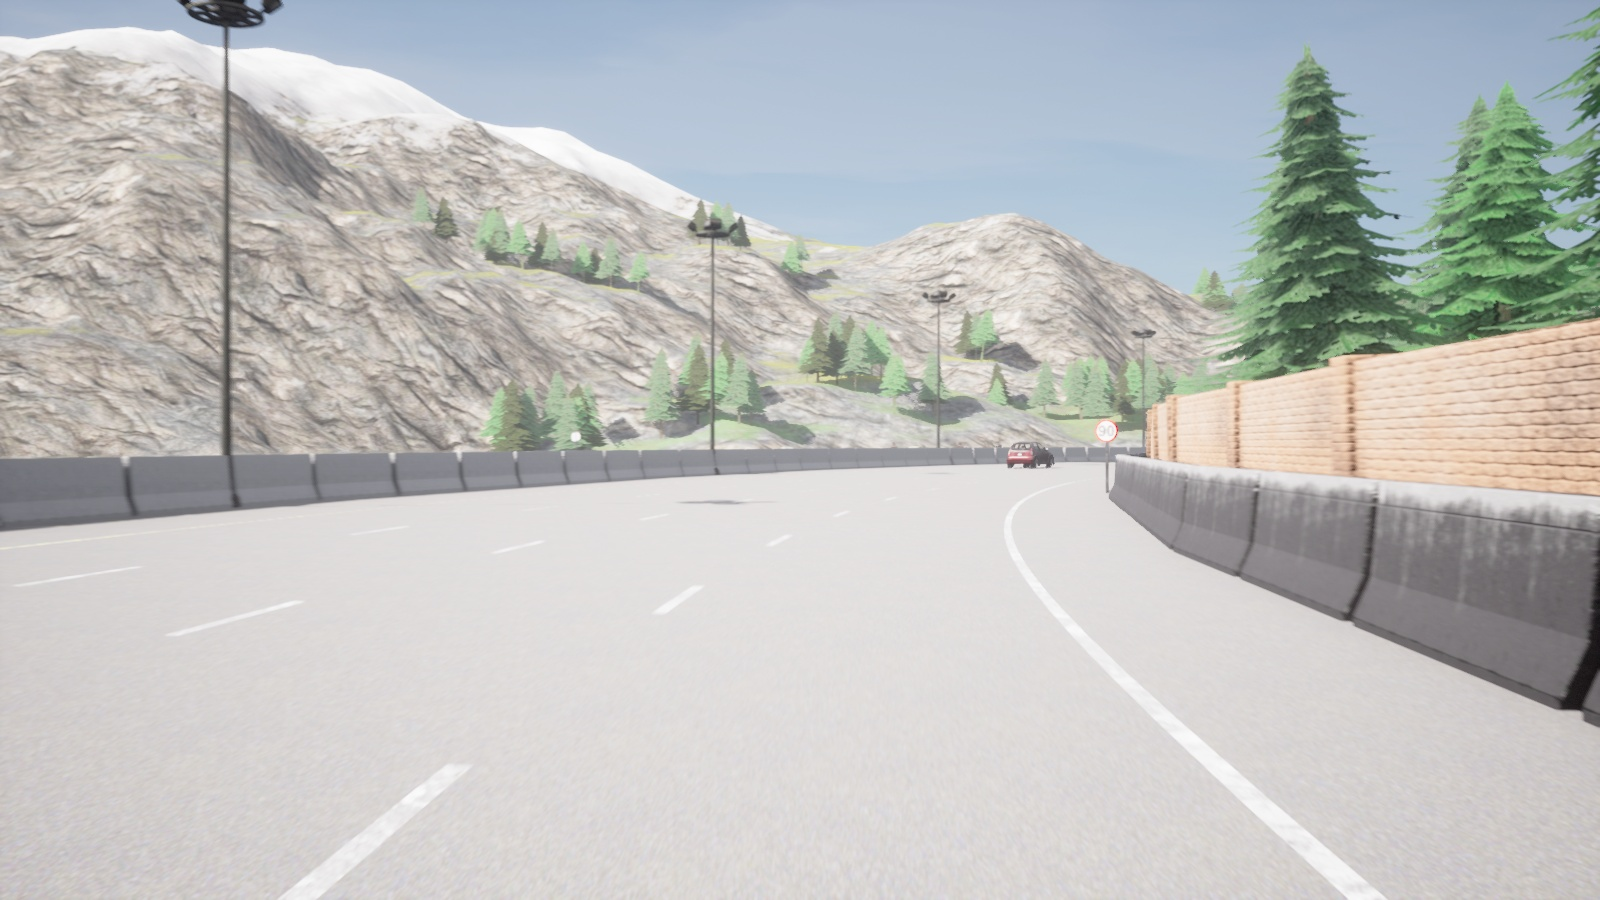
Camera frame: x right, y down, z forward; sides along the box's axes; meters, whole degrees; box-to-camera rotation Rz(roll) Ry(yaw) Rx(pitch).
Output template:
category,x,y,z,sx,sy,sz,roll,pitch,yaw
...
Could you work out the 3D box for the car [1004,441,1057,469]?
category,x,y,z,sx,sy,sz,roll,pitch,yaw
car,13.942,0.270,75.825,1.851,1.617,3.988,0,0,31
